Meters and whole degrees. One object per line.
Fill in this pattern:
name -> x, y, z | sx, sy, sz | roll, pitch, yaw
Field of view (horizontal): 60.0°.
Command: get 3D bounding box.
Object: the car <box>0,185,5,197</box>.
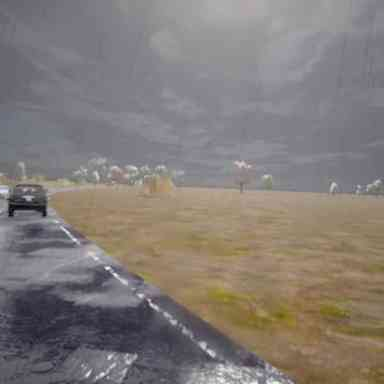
car -> -21.321, 0.005, 37.353 | 1.812, 1.442, 4.674 | 2, 1, -23

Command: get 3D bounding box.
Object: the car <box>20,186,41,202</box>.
car -> -17.437, 0.212, 36.019 | 1.812, 1.442, 4.674 | 2, 1, -23

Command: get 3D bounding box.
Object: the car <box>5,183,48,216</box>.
car -> -10.728, 0.423, 21.797 | 2.150, 2.045, 5.566 | 2, 1, -27
